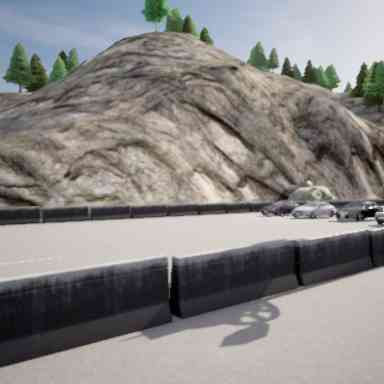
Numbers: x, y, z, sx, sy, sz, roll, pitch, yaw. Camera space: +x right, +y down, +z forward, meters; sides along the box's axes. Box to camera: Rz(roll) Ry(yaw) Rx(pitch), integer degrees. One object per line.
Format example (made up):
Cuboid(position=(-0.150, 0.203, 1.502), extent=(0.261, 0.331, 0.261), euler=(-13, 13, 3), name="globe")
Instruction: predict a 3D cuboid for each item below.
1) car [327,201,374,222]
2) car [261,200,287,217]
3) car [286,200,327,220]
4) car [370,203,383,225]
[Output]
Cuboid(position=(13.313, 1.500, 26.400), extent=(4.902, 1.511, 2.128), euler=(0, 0, -36), name="car")
Cuboid(position=(8.607, 1.534, 31.641), extent=(4.674, 1.442, 1.812), euler=(0, 0, -35), name="car")
Cuboid(position=(10.633, 1.534, 28.788), extent=(4.674, 1.442, 1.812), euler=(0, 0, -36), name="car")
Cuboid(position=(14.635, 1.609, 23.046), extent=(4.718, 1.301, 1.895), euler=(0, 0, -36), name="car")
